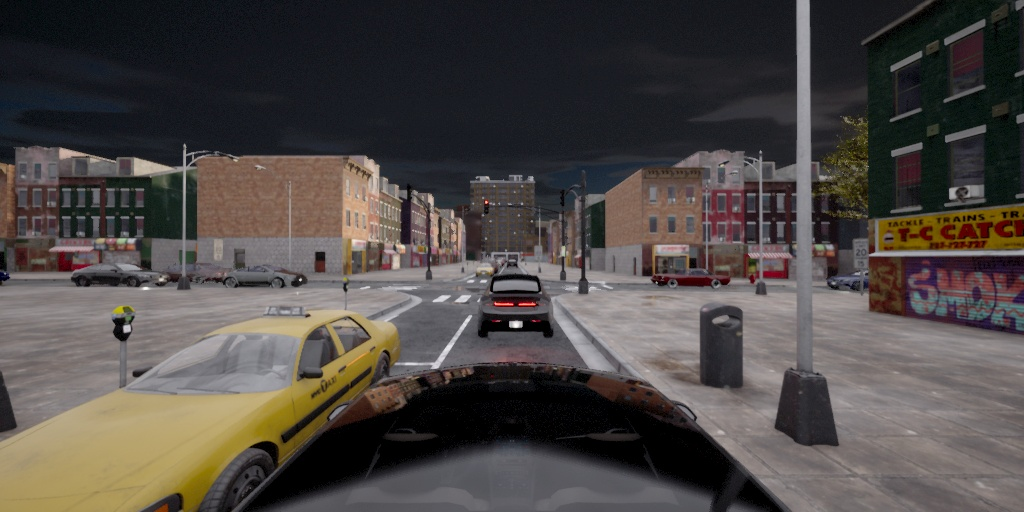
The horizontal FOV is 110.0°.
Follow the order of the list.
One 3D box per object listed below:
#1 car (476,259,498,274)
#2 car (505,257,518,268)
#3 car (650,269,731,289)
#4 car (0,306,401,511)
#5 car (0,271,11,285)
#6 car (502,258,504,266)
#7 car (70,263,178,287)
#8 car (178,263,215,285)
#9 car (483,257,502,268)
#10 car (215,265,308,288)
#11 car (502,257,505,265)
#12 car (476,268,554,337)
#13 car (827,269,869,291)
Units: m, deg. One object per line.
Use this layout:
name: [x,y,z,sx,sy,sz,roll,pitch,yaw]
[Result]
car: [-2.660,1.297,35.877,1.751,1.417,4.829,0,0,0]
car: [0.058,1.304,64.455,1.882,1.535,5.008,0,0,0]
car: [11.967,1.509,24.283,4.718,1.301,1.895,1,0,-3]
car: [-2.639,1.275,3.920,1.751,1.417,4.829,0,0,0]
car: [-32.909,1.141,21.069,4.718,1.301,1.895,0,0,0]
car: [-2.671,1.349,52.378,2.007,1.370,4.403,0,0,0]
car: [-23.012,1.117,21.126,4.674,1.442,1.812,0,0,0]
car: [-21.664,1.164,24.081,5.357,1.411,2.033,0,0,0]
car: [-2.664,1.094,41.490,2.192,1.841,5.009,0,0,0]
car: [-14.491,1.216,21.172,4.181,1.385,1.994,0,0,0]
car: [-2.678,1.349,63.095,1.751,1.417,4.829,0,0,0]
car: [0.090,1.255,10.301,1.837,1.490,4.892,0,0,0]
car: [24.163,1.621,24.332,4.674,1.442,1.812,1,0,0]
